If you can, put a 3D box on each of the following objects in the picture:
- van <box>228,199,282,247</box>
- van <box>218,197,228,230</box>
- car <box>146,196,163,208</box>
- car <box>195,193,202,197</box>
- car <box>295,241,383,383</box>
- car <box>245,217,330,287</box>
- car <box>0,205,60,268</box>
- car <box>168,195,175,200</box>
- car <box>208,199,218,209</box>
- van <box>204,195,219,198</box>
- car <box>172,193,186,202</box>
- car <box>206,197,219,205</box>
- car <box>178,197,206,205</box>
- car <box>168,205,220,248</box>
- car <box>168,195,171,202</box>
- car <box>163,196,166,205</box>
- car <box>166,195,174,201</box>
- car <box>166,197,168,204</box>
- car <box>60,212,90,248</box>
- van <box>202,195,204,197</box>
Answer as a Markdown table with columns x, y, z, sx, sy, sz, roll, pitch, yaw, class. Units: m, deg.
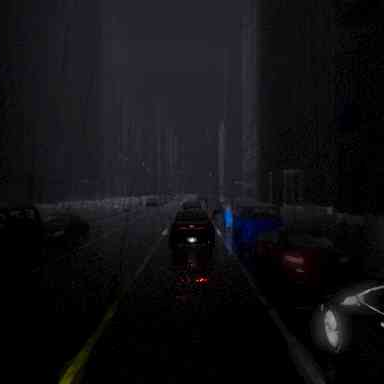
| x | y | z | sx | sy | sz | roll | pitch | yaw | class |
| --- | --- | --- | --- | --- | --- | --- | --- | --- | --- |
| 2.763 | 1.340 | 14.694 | 1.690 | 1.788 | 3.998 | 0 | 0 | 0 | van |
| 2.763 | 1.341 | 20.371 | 1.690 | 1.788 | 3.998 | 0 | 0 | 0 | van |
| -5.762 | 1.571 | 48.756 | 2.008 | 1.369 | 4.403 | 0 | 0 | 0 | car |
| 2.360 | 1.523 | 79.677 | 1.882 | 1.535 | 5.008 | 0 | 0 | 0 | car |
| 2.763 | 1.549 | 3.339 | 2.008 | 1.369 | 4.403 | 0 | 0 | 0 | car |
| 2.763 | 1.580 | 9.016 | 1.802 | 1.307 | 4.206 | 0 | 0 | 0 | car |
| -5.762 | 1.313 | 9.015 | 2.192 | 1.841 | 5.009 | 0 | 0 | 0 | car |
| -5.762 | 1.607 | 94.175 | 1.887 | 1.381 | 4.507 | 0 | 0 | 0 | car |
| 2.763 | 1.589 | 31.726 | 1.802 | 1.307 | 4.206 | 0 | 0 | 0 | car |
| 2.763 | 1.357 | 43.082 | 1.690 | 1.788 | 3.998 | 0 | 0 | 0 | van |
| -3.000 | 1.460 | 75.913 | 1.812 | 1.442 | 4.674 | 0 | 0 | 0 | car |
| 2.763 | 1.594 | 37.404 | 1.802 | 1.307 | 4.206 | 0 | 0 | 0 | car |
| 0.000 | 1.492 | 29.651 | 1.882 | 1.535 | 5.008 | 0 | 0 | 0 | car |
| 0.000 | 1.516 | 14.650 | 1.837 | 1.490 | 4.892 | 0 | 0 | 0 | car |
| -5.762 | 1.599 | 65.789 | 1.947 | 1.339 | 4.313 | 0 | 0 | 0 | car |
| -5.762 | 1.465 | 54.434 | 1.967 | 1.590 | 4.097 | 0 | 0 | 0 | car |
| -5.763 | 1.580 | 88.328 | 1.752 | 1.417 | 4.829 | 0 | 0 | 0 | car |
| -5.762 | 1.554 | 59.941 | 1.752 | 1.417 | 4.829 | 0 | 0 | 0 | car |
| -5.762 | 1.580 | 14.692 | 1.802 | 1.307 | 4.206 | 0 | 0 | 0 | car |
| 2.763 | 1.361 | 48.759 | 1.690 | 1.788 | 3.998 | 0 | 0 | 0 | van |
